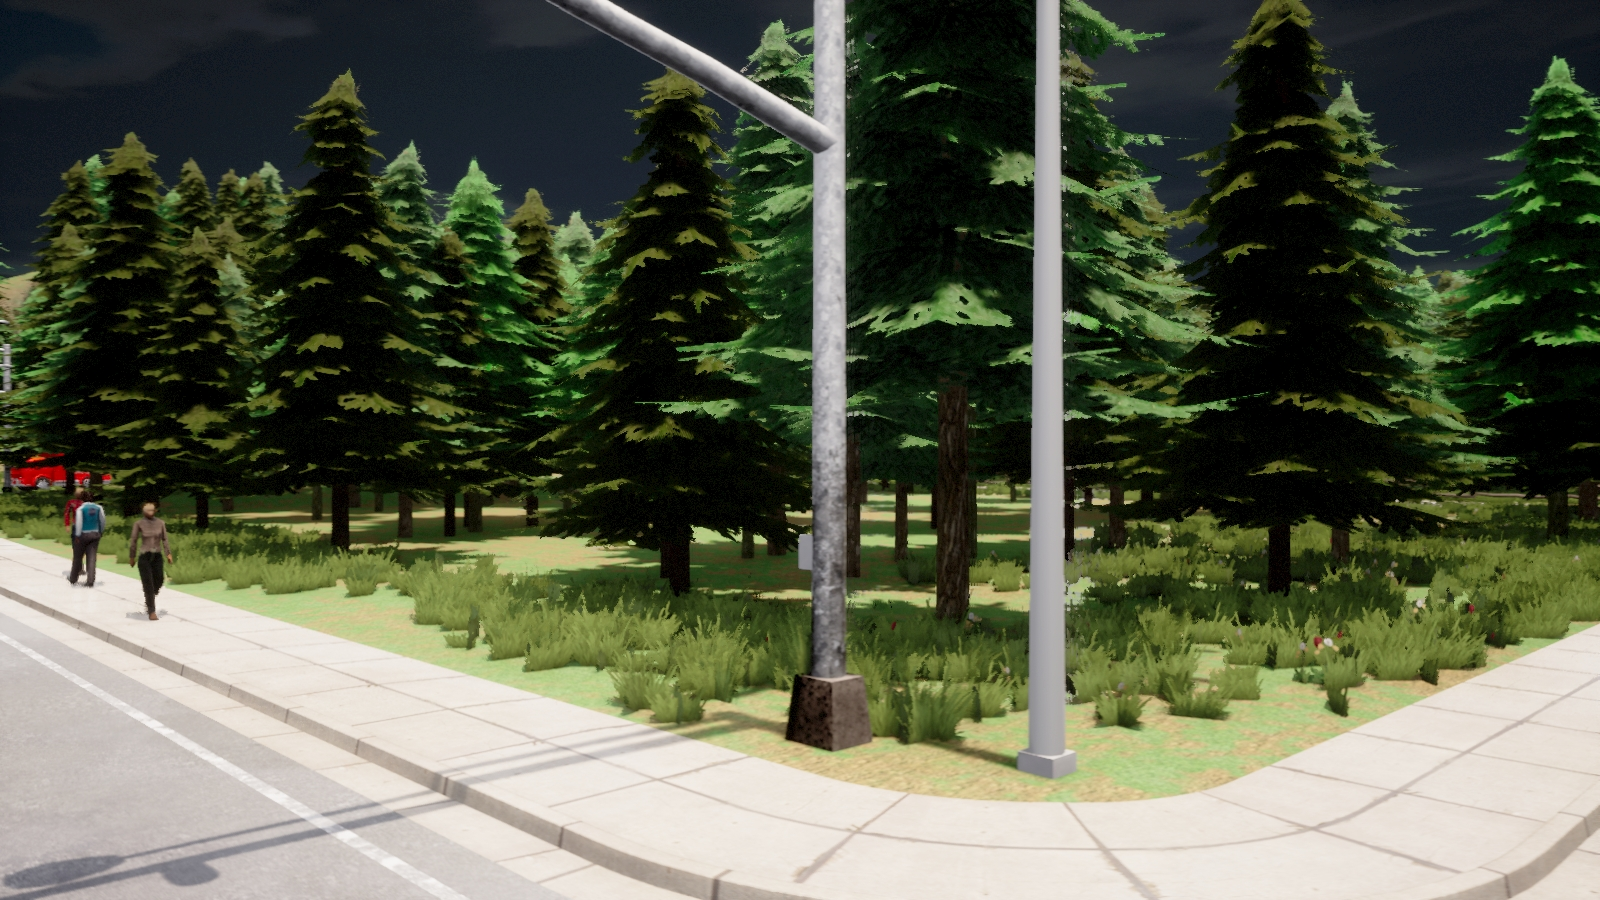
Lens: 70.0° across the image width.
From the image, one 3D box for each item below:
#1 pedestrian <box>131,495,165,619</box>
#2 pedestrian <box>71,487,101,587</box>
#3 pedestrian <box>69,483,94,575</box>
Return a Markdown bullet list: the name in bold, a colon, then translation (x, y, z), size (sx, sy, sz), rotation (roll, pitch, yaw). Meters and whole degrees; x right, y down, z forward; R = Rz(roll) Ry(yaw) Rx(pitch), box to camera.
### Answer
- **pedestrian**: translation (-10.058, 1.640, 17.629), size (0.375, 1.860, 0.375), rotation (0, 0, 45)
- **pedestrian**: translation (-13.473, 1.631, 21.568), size (0.375, 1.860, 0.375), rotation (0, 0, 37)
- **pedestrian**: translation (-14.848, 1.627, 23.619), size (0.375, 1.860, 0.375), rotation (0, 0, -44)
